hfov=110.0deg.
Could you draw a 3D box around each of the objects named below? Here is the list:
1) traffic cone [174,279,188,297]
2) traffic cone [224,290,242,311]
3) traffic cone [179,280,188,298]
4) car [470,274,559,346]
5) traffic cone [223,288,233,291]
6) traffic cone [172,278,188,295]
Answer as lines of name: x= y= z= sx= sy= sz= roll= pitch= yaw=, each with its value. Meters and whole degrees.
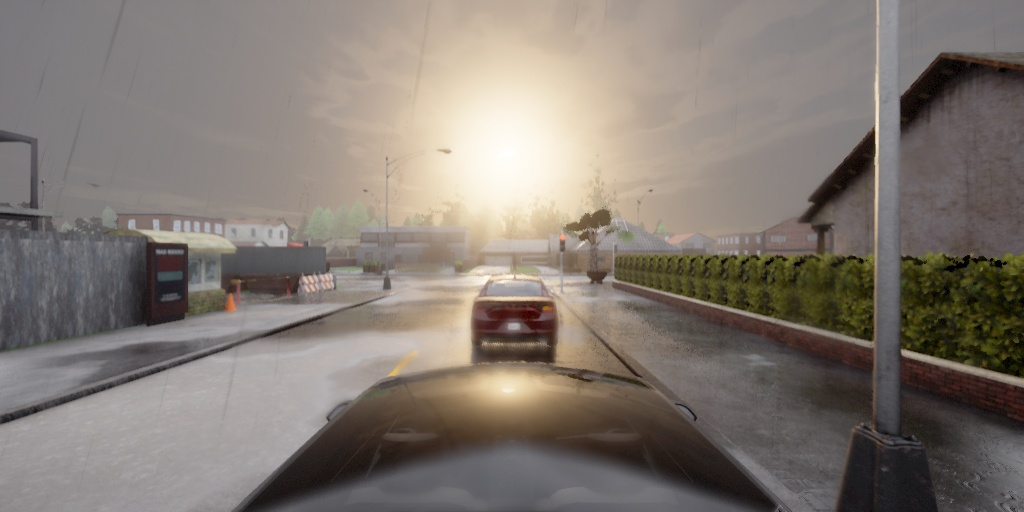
traffic cone: x=-15.771 y=1.526 z=17.223 sx=0.344 sy=0.586 sz=0.344 roll=0 pitch=0 yaw=0
traffic cone: x=-9.621 y=1.576 z=12.266 sx=0.344 sy=0.586 sz=0.344 roll=0 pitch=0 yaw=0
traffic cone: x=-15.203 y=1.530 z=16.860 sx=0.344 sy=0.586 sz=0.344 roll=0 pitch=0 yaw=0
car: x=0.079 y=1.212 z=9.422 sx=1.882 sy=1.535 sz=5.008 roll=0 pitch=0 yaw=1
traffic cone: x=-10.339 y=1.546 z=12.790 sx=0.344 sy=0.586 sz=0.344 roll=0 pitch=0 yaw=0
traffic cone: x=-16.806 y=1.549 z=18.228 sx=0.344 sy=0.586 sz=0.344 roll=0 pitch=0 yaw=0
